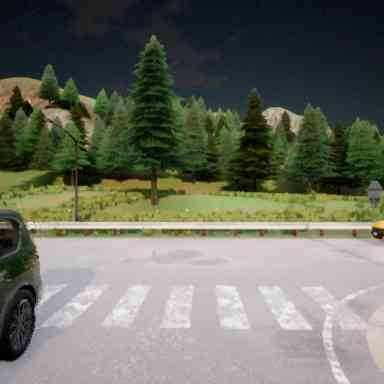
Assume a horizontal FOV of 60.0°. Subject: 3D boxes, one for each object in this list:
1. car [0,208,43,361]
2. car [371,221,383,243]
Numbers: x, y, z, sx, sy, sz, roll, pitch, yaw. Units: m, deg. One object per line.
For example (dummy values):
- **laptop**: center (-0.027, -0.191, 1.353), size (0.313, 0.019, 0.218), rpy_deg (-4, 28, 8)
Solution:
- **car**: center (-3.284, 1.223, 2.956), size (2.150, 2.045, 5.566), rpy_deg (1, 0, -3)
- **car**: center (10.194, 1.487, 13.923), size (5.008, 1.535, 1.882), rpy_deg (0, 0, 1)
